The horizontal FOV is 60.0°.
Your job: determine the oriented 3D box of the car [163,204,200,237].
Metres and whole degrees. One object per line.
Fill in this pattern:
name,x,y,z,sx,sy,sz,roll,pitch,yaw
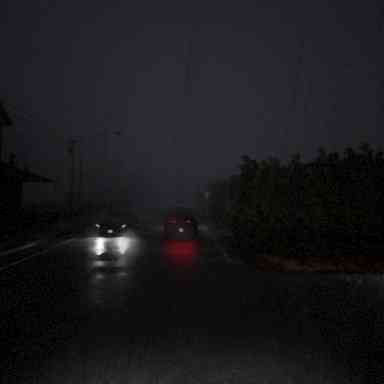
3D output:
car,-0.624,1.661,19.063,1.837,1.490,4.892,0,0,-2

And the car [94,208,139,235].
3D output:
car,-4.314,1.681,19.937,2.033,1.411,5.357,0,0,-2

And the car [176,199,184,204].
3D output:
car,-2.705,2.208,76.202,1.895,1.301,4.718,0,0,-1
